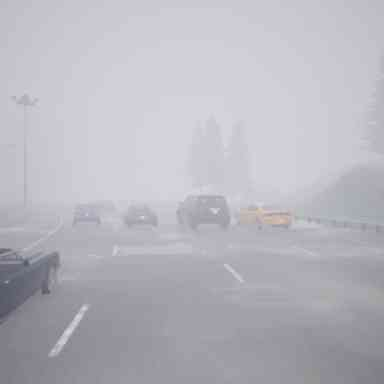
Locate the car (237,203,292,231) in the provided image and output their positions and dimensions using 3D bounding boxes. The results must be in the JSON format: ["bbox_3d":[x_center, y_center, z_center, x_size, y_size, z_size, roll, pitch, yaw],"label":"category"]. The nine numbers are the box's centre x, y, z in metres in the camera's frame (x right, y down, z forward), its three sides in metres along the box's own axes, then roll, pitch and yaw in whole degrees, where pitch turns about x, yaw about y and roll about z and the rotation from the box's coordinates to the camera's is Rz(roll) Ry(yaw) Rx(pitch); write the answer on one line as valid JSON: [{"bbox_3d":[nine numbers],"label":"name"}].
[{"bbox_3d":[4.216,1.413,20.401,1.882,1.535,5.008,0,0,-14],"label":"car"}]

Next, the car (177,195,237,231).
[{"bbox_3d":[0.577,1.173,20.739,2.150,2.045,5.566,0,0,-15],"label":"car"}]

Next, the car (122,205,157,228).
[{"bbox_3d":[-3.575,1.531,22.379,1.994,1.385,4.181,0,0,-16],"label":"car"}]

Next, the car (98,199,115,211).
[{"bbox_3d":[-10.470,1.525,38.964,1.994,1.385,4.181,0,0,-27],"label":"car"}]

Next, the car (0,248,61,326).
[{"bbox_3d":[-3.848,1.605,5.707,1.895,1.301,4.718,0,0,-5],"label":"car"}]

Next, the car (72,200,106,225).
[{"bbox_3d":[-7.626,1.529,24.013,2.033,1.411,5.357,0,0,-19],"label":"car"}]
